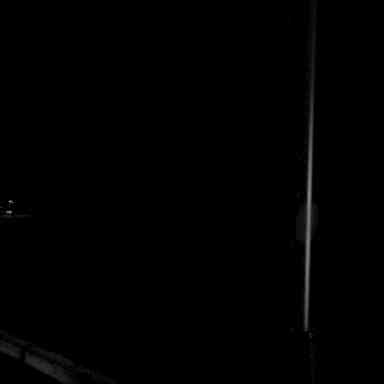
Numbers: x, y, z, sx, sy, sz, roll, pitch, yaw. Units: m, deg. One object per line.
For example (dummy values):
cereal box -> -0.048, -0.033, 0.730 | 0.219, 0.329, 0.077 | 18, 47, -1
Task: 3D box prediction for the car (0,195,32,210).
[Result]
car -> -18.301, 1.031, 35.557 | 2.097, 1.767, 4.553 | 2, -2, 19
